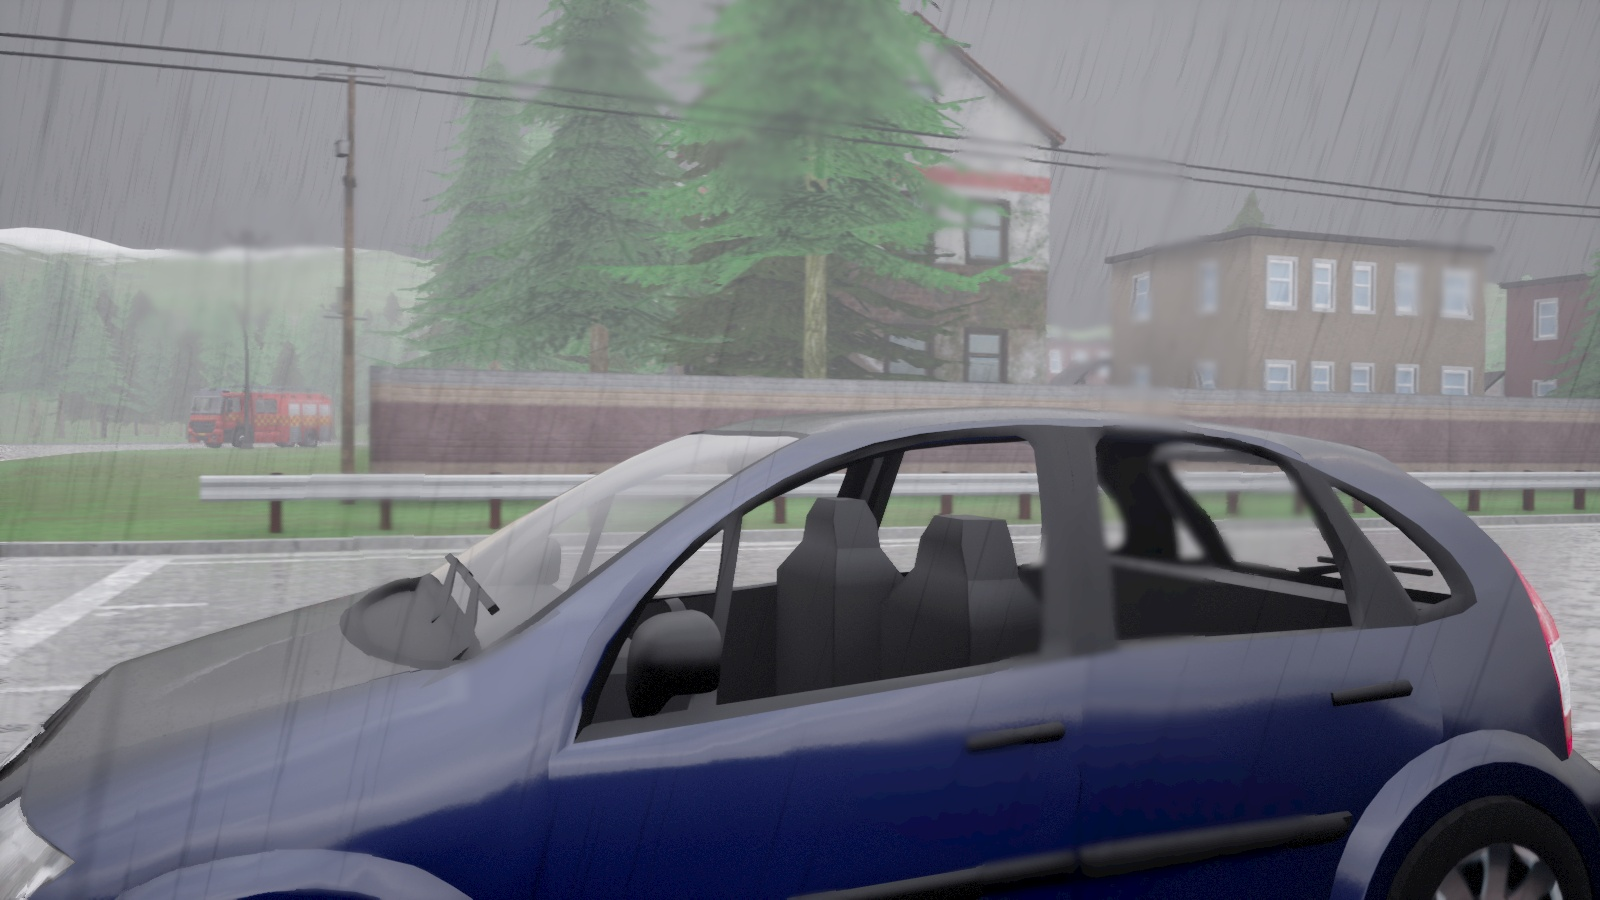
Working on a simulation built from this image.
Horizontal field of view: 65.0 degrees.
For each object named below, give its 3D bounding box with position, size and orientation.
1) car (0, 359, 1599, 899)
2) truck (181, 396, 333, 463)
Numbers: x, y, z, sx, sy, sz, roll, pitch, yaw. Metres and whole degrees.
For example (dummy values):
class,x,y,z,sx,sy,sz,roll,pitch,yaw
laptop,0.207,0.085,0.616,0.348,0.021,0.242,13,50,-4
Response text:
class,x,y,z,sx,sy,sz,roll,pitch,yaw
car,0.060,0.642,3.260,3.988,1.617,1.851,-1,1,-21
truck,-32.802,-1.274,76.271,2.891,3.827,8.468,0,1,28
